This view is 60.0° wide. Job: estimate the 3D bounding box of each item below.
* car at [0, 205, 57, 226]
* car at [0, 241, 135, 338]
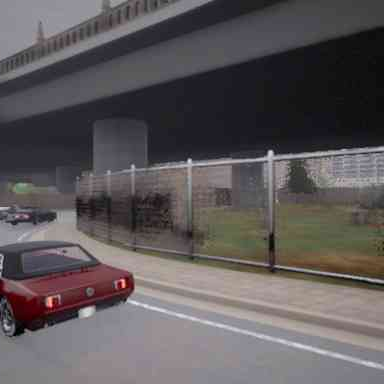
[{"bbox_3d":[-12.605,1.870,26.503,2.033,1.411,5.357,-1,0,-1],"label":"car"},{"bbox_3d":[-3.362,1.684,6.859,4.718,1.301,1.895,-1,-1,41],"label":"car"}]
